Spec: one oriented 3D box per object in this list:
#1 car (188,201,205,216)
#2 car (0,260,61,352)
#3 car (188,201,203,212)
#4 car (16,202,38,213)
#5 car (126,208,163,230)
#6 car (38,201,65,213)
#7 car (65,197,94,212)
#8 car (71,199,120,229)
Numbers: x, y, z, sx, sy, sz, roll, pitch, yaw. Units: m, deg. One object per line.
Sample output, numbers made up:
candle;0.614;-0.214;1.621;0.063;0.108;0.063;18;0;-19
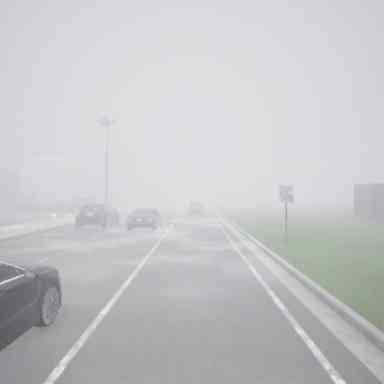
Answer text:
car;0.507;1.931;37.035;2.033;1.411;5.357;0;-1;1
car;-3.324;1.534;4.232;2.128;1.511;4.902;0;-1;0
car;0.524;2.038;47.363;2.033;1.411;5.357;0;-1;1
car;-21.509;2.047;44.536;1.895;1.301;4.718;0;-1;1
car;-3.155;1.781;22.782;2.033;1.411;5.357;0;-1;1
car;-18.017;1.954;44.088;1.837;1.490;4.892;0;-1;1
car;-14.510;1.691;44.454;2.150;2.045;5.566;0;-1;1
car;-6.642;1.594;23.858;2.097;1.767;4.553;0;-1;1
